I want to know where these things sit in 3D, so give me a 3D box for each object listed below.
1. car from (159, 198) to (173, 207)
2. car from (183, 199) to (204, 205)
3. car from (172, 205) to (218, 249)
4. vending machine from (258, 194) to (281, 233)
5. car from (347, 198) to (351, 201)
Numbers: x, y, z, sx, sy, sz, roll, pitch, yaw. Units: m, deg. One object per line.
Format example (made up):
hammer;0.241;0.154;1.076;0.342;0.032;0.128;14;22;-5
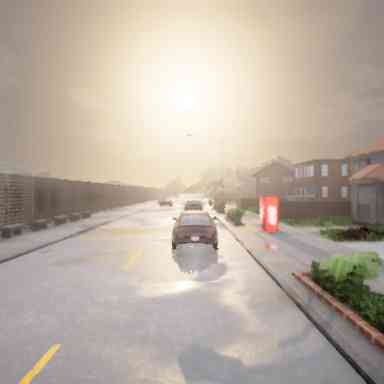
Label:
car;-3.972;1.582;51.347;1.895;1.301;4.718;0;0;1
car;0.140;1.494;33.132;1.837;1.490;4.892;0;0;0
car;0.115;1.521;14.426;1.812;1.442;4.674;0;0;0
vending machine;4.321;1.192;18.569;1.100;2.100;0.880;0;0;0
car;15.571;0.972;30.779;1.905;1.878;3.866;0;0;0
